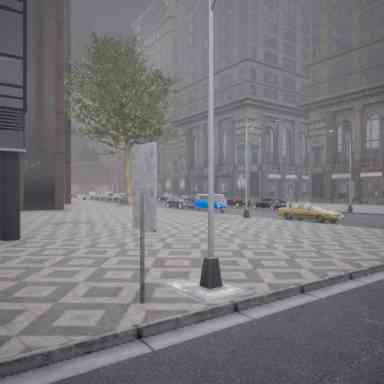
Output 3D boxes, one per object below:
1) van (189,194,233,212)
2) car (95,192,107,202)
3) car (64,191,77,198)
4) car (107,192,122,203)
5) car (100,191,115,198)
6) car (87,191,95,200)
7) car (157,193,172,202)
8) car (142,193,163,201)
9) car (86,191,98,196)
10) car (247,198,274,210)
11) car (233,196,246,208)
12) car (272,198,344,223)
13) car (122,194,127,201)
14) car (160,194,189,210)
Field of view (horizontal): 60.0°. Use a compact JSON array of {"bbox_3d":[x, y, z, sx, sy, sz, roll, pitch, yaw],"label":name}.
[{"bbox_3d":[1.819,1.091,33.150,1.690,1.788,3.998,1,0,-35],"label":"van"},{"bbox_3d":[-14.291,0.911,56.164,2.008,1.369,4.403,1,0,-35],"label":"car"},{"bbox_3d":[-27.175,0.484,74.570,1.967,1.590,4.097,1,0,-35],"label":"car"},{"bbox_3d":[-11.069,0.992,51.562,2.008,1.369,4.403,1,0,-35],"label":"car"},{"bbox_3d":[-20.196,0.588,79.463,1.887,1.381,4.507,1,0,-35],"label":"car"},{"bbox_3d":[-17.512,0.830,60.766,2.008,1.369,4.403,1,0,-35],"label":"car"},{"bbox_3d":[-4.087,0.881,56.457,1.967,1.590,4.097,1,0,-35],"label":"car"},{"bbox_3d":[-7.311,0.910,61.058,2.008,1.369,4.403,1,0,-35],"label":"car"},{"bbox_3d":[-26.639,0.472,88.666,1.802,1.307,4.206,1,0,-35],"label":"car"},{"bbox_3d":[8.796,1.315,38.048,1.947,1.339,4.313,1,0,-35],"label":"car"},{"bbox_3d":[5.576,1.224,42.649,1.887,1.381,4.507,1,0,-35],"label":"car"},{"bbox_3d":[8.359,1.398,23.803,1.752,1.417,4.829,1,0,-35],"label":"car"},{"bbox_3d":[-7.751,1.051,46.821,1.752,1.417,4.829,1,0,-35],"label":"car"},{"bbox_3d":[-1.404,1.230,37.753,2.008,1.369,4.403,1,0,-35],"label":"car"}]
